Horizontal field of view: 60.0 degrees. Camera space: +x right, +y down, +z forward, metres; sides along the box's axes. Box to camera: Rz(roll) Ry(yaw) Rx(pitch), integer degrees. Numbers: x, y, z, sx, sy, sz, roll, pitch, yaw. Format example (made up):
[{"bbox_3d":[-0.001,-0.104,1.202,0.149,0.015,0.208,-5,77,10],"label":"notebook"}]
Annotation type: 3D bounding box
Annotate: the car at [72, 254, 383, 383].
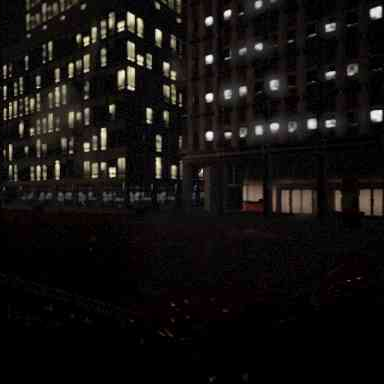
[{"bbox_3d":[1.432,1.313,1.846,5.009,1.841,2.192,-1,0,35],"label":"car"}]
